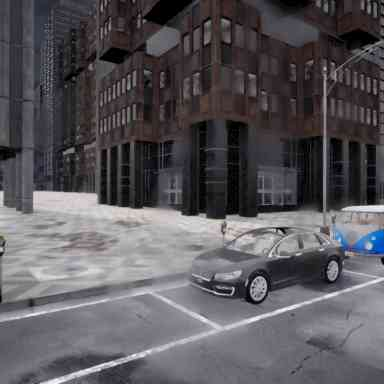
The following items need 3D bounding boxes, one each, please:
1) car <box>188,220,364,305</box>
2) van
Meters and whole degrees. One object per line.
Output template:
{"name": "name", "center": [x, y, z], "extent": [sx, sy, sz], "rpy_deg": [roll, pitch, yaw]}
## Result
{"name": "car", "center": [1.939, 1.551, 8.020], "extent": [4.403, 1.369, 2.008], "rpy_deg": [0, 0, -35]}
{"name": "van", "center": [6.445, 1.342, 11.218], "extent": [3.998, 1.788, 1.690], "rpy_deg": [0, 0, -35]}
